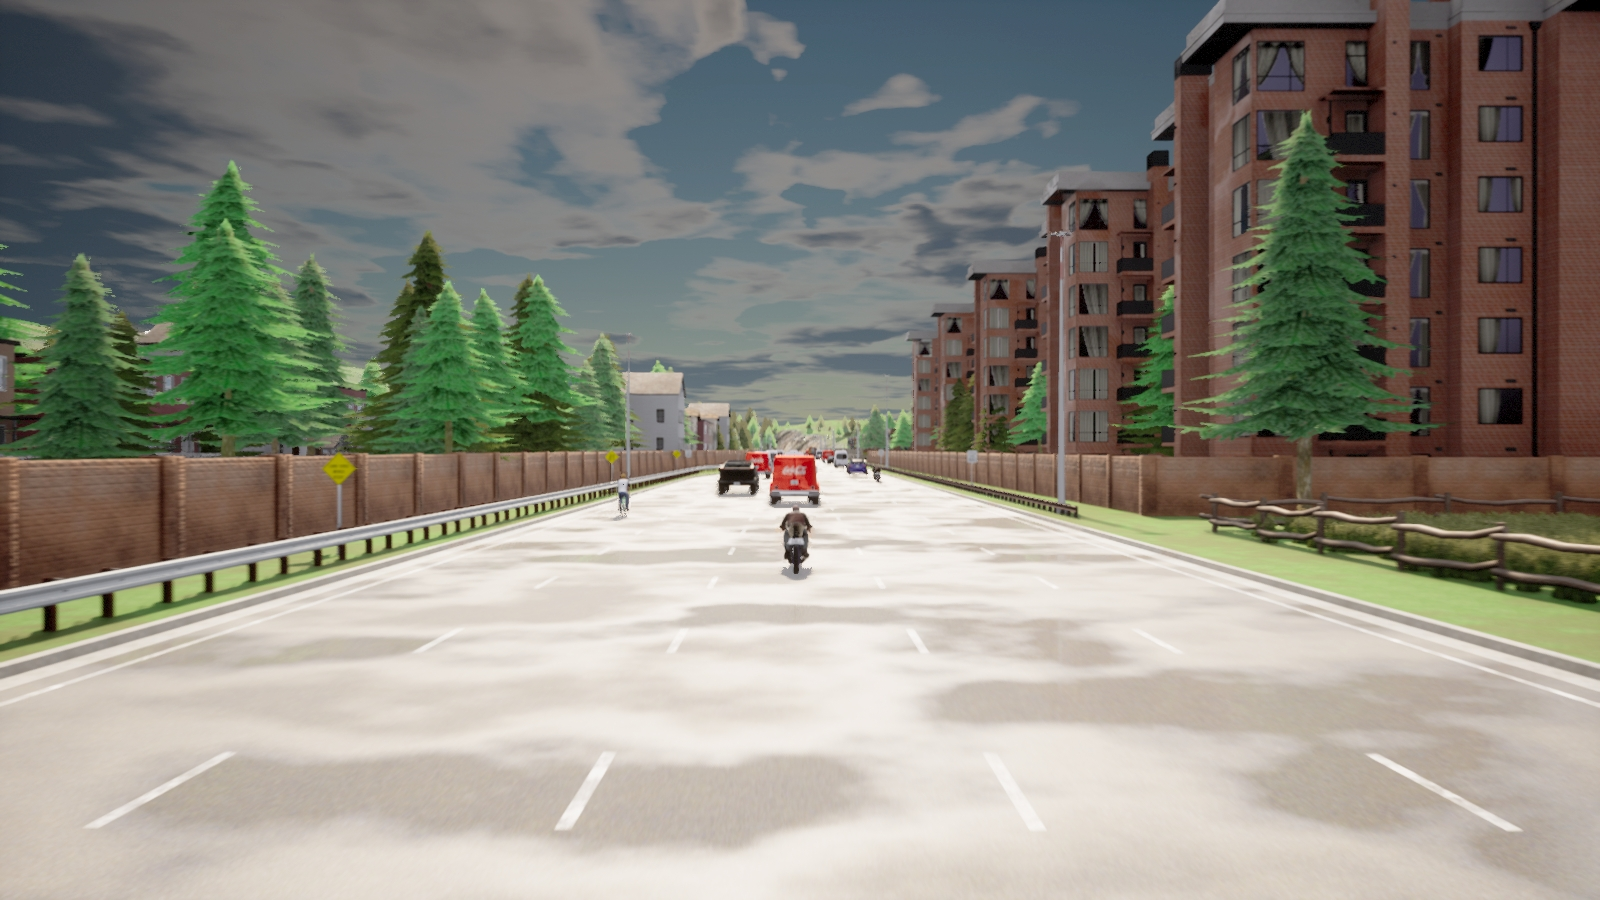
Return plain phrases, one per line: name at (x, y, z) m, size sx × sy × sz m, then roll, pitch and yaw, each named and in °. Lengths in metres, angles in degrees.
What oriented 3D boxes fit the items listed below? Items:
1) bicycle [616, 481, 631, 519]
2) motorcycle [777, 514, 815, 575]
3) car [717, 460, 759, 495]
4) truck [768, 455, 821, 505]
bicycle at (-7.220, 2.018, 46.842) m, size 0.373 × 1.496 × 1.643 m, roll 0°, pitch 0°, yaw 0°
motorcycle at (-0.095, 2.183, 26.711) m, size 0.867 × 1.251 × 2.209 m, roll 0°, pitch 0°, yaw 0°
car at (-3.856, 1.695, 72.423) m, size 2.390 × 2.098 × 6.274 m, roll 0°, pitch 0°, yaw 0°
truck at (-0.286, 1.520, 59.888) m, size 2.627 × 2.467 × 5.204 m, roll 0°, pitch 0°, yaw 0°
